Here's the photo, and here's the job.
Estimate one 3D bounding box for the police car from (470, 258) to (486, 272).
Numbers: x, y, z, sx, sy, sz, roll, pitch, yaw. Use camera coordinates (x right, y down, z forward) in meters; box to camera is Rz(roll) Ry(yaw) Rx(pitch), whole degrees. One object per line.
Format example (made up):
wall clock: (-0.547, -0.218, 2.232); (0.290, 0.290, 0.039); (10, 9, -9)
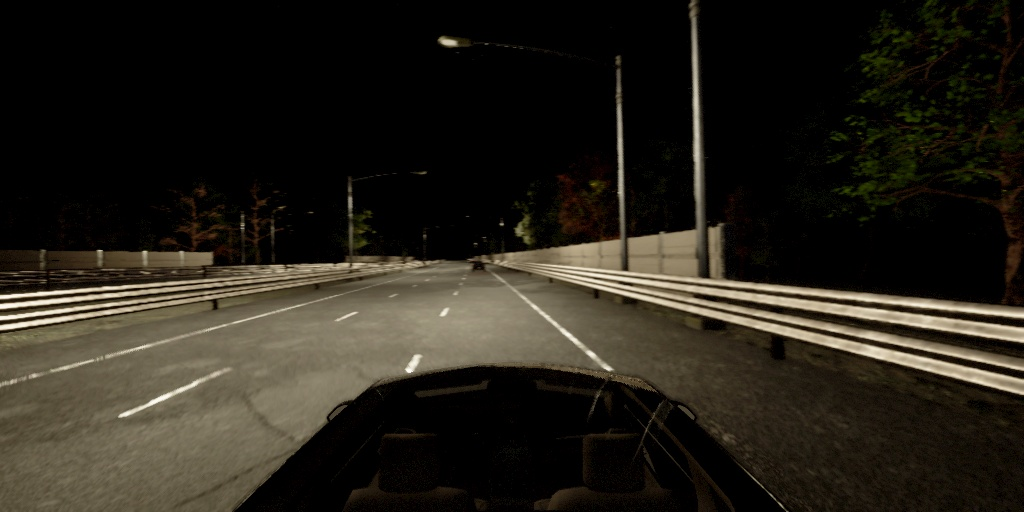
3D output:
police car: (-4.948, 1.541, 53.321); (1.930, 1.638, 5.238); (-1, -2, -6)
